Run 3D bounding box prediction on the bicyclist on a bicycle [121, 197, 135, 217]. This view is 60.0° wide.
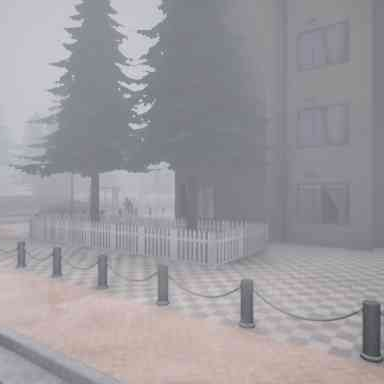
[{"bbox_3d":[-5.388,1.277,27.873,1.656,1.620,0.582,0,0,37],"label":"bicyclist on a bicycle"}]

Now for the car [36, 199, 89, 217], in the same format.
[{"bbox_3d":[-12.149,1.464,31.341,2.128,1.511,4.902,0,0,37],"label":"car"}]
